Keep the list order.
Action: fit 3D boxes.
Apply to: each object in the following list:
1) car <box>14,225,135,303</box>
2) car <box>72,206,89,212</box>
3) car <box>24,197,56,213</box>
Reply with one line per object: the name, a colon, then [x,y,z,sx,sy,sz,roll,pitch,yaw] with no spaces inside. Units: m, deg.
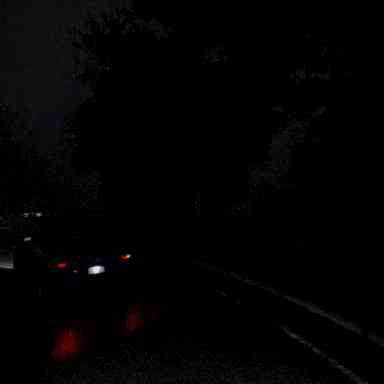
car: [-3.079,1.531,8.332,1.994,1.385,4.181,-1,0,-35]
car: [-19.885,3.130,59.495,1.994,1.385,4.181,0,-4,0]
car: [-19.821,1.686,43.681,2.150,2.045,5.566,0,-3,0]
